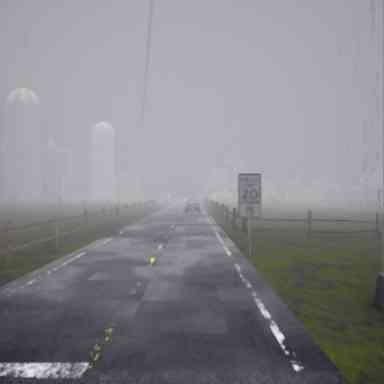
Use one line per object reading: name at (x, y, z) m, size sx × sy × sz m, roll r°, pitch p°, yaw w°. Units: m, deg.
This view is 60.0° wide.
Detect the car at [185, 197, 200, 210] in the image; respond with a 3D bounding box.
car at (0.087, 1.662, 50.253) m, size 2.097 × 1.767 × 4.553 m, roll 0°, pitch 0°, yaw 0°

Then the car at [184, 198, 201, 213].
car at (0.069, 1.735, 39.860) m, size 2.128 × 1.511 × 4.902 m, roll 0°, pitch 0°, yaw 0°
